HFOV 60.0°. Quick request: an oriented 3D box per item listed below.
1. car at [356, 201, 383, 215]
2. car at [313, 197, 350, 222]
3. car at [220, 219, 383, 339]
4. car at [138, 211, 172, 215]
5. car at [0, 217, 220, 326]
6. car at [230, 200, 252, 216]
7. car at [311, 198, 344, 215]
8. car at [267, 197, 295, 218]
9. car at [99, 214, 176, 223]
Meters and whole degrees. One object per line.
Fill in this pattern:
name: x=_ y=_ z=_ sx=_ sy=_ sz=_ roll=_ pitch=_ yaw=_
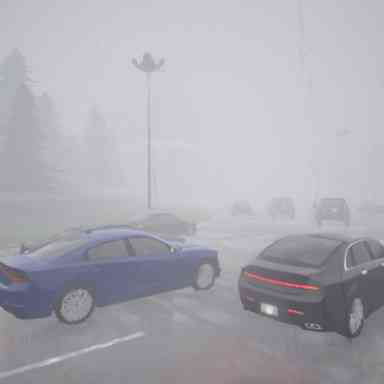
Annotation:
car: x=19.654 y=1.756 z=36.241 sx=1.812 sy=1.442 sz=4.674 roll=0 pitch=-1 yaw=3
car: x=10.707 y=1.412 z=25.654 sx=2.150 sy=2.045 sz=5.566 roll=0 pitch=0 yaw=17
car: x=2.929 y=1.558 z=6.790 sx=4.892 sy=1.490 sz=1.837 roll=0 pitch=0 yaw=-44
car: x=-1.693 y=1.728 z=17.122 sx=1.812 sy=1.442 sz=4.674 roll=-1 pitch=-1 yaw=40
car: x=-1.516 y=1.575 z=7.444 sx=5.008 sy=1.535 sz=1.882 roll=0 pitch=0 yaw=-40
car: x=5.485 y=1.714 z=37.582 sx=2.097 sy=1.767 sz=4.553 roll=-1 pitch=-1 yaw=2
car: x=15.907 y=1.647 z=39.313 sx=2.097 sy=1.767 sz=4.553 roll=-1 pitch=-1 yaw=2
car: x=8.876 y=1.512 z=33.507 sx=2.150 sy=2.045 sz=5.566 roll=0 pitch=-1 yaw=7
car: x=-2.619 y=1.689 z=10.725 sx=5.357 sy=1.411 sz=2.033 roll=0 pitch=-1 yaw=-44
